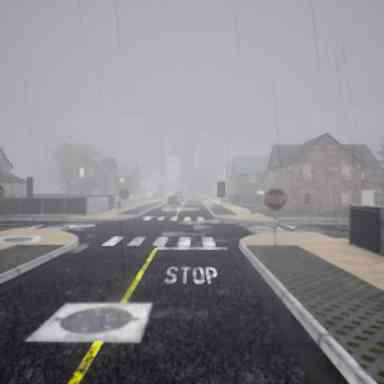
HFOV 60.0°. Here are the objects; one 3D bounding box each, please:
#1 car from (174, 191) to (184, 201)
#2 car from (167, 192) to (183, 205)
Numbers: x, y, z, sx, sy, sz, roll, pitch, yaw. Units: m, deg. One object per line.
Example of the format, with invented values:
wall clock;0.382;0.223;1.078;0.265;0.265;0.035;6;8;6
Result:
car;-2.781;0.829;67.183;2.150;2.045;5.566;0;1;0
car;-2.829;1.217;51.635;1.882;1.535;5.008;0;0;0
